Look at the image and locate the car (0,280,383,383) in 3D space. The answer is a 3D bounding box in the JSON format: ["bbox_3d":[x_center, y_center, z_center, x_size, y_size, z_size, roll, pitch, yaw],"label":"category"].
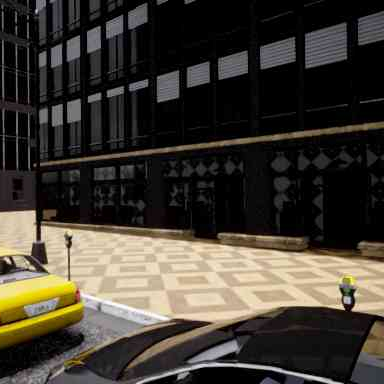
[{"bbox_3d":[0.725,1.566,2.329,4.313,1.339,1.947,0,-1,35],"label":"car"}]

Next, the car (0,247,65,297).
[{"bbox_3d":[-3.911,1.527,5.840,4.829,1.417,1.752,0,-1,35],"label":"car"}]
